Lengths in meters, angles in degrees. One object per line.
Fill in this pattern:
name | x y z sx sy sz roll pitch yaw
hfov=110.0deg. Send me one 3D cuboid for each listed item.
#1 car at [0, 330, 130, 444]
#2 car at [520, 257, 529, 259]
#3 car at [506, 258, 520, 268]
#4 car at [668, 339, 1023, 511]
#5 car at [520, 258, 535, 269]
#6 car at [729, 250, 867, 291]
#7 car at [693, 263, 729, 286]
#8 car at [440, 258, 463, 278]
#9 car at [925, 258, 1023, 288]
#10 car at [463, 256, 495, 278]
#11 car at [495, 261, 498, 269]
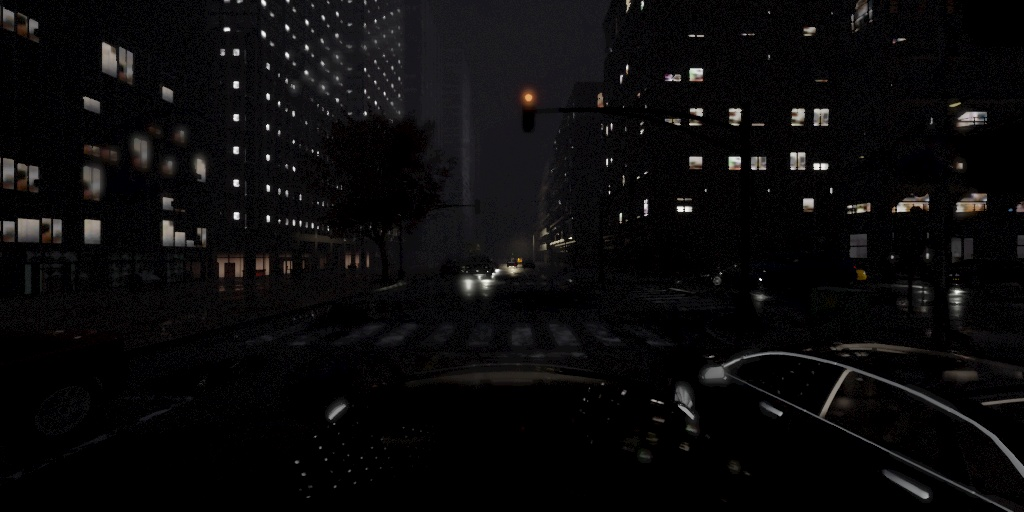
car | -5.692 1.295 2.597 1.888 1.381 4.507 0 0 0
car | 2.719 1.316 62.763 1.751 1.417 4.829 0 0 0
car | 0.029 1.285 64.303 2.128 1.511 4.902 0 0 0
car | 2.689 1.300 2.592 2.007 1.370 4.403 0 0 0
car | 2.717 1.350 57.071 1.948 1.339 4.313 0 0 0
car | 15.328 0.742 19.432 5.566 2.045 2.150 -1 0 -1
car | 13.444 1.095 22.003 4.403 1.370 2.007 0 0 -1
car | -5.676 1.079 34.984 2.192 1.841 5.009 0 0 0
car | 25.527 0.883 19.529 4.892 1.490 1.837 -1 0 -1
car | -3.084 0.986 34.609 2.150 2.045 5.566 0 0 0
car | -3.079 1.298 44.860 1.812 1.442 4.674 0 0 0
